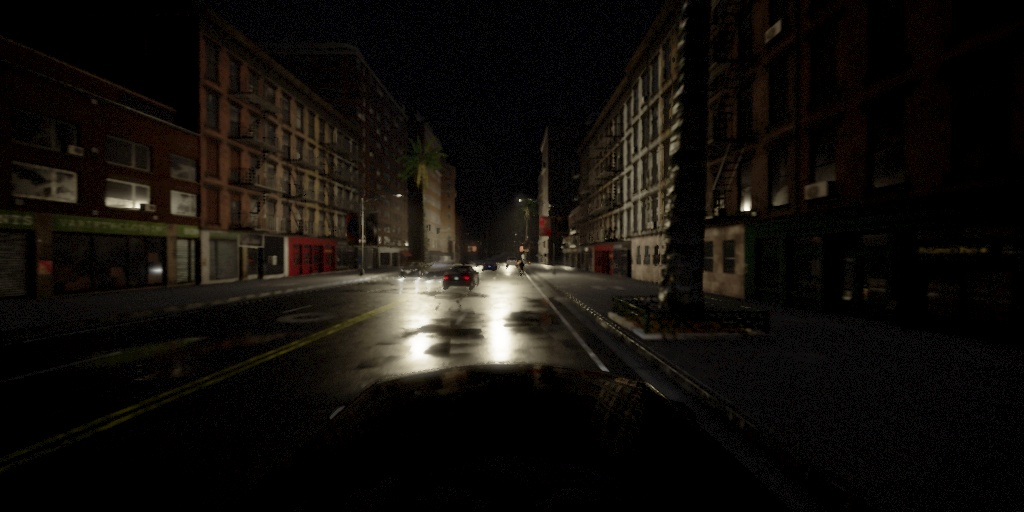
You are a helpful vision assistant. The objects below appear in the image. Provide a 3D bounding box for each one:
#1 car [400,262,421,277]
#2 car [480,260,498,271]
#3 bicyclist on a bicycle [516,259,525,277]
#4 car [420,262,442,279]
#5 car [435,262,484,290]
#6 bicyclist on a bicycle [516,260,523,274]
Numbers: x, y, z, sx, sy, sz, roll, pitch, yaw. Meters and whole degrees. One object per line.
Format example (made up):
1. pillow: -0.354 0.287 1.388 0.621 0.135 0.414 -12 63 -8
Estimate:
1. car: -9.847 1.321 36.335 1.837 1.490 4.892 0 0 0
2. car: -3.162 1.443 52.305 1.994 1.385 4.181 0 0 0
3. bicyclist on a bicycle: 0.886 1.178 33.324 0.659 1.776 1.843 0 0 0
4. car: -6.602 1.354 33.310 2.033 1.411 5.357 0 0 0
5. car: -3.156 1.323 22.859 2.033 1.411 5.357 0 0 0
6. bicyclist on a bicycle: 0.897 1.277 42.914 0.866 1.612 1.509 0 0 0
